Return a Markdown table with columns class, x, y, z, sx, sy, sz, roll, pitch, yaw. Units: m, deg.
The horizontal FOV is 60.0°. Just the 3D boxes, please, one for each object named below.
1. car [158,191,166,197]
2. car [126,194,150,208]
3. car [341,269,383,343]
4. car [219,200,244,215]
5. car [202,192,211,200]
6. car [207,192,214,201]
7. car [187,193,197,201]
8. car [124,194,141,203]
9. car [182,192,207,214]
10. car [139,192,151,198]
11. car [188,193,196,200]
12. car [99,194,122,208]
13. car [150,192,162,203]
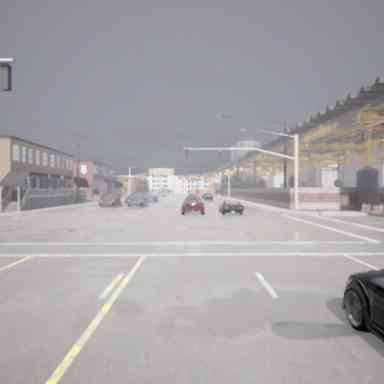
| class | x | y | z | sx | sy | sz | roll | pitch | yaw |
| --- | --- | --- | --- | --- | --- | --- | --- | --- | --- |
| car | -7.004 | 0.513 | 74.785 | 2.097 | 1.767 | 4.553 | 0 | 0 | 0 |
| car | -7.088 | 1.087 | 43.243 | 2.097 | 1.767 | 4.553 | 0 | 0 | 0 |
| car | 3.582 | 1.538 | 4.109 | 1.994 | 1.385 | 4.181 | 0 | 0 | 0 |
| car | 3.598 | 1.410 | 31.226 | 1.895 | 1.301 | 4.718 | 0 | 0 | 0 |
| car | 3.496 | 0.853 | 79.796 | 2.097 | 1.767 | 4.553 | 0 | 0 | 0 |
| car | 3.496 | 1.105 | 69.199 | 2.033 | 1.411 | 5.357 | 0 | 0 | 0 |
| car | -0.004 | 1.074 | 69.527 | 1.837 | 1.490 | 4.892 | 0 | 0 | 0 |
| car | -10.547 | 1.128 | 59.375 | 2.128 | 1.511 | 4.902 | 0 | 0 | 1 |
| car | 0.096 | 1.153 | 32.524 | 2.097 | 1.767 | 4.553 | 0 | 0 | 0 |
| car | -10.504 | 0.711 | 74.756 | 1.994 | 1.385 | 4.181 | 0 | 0 | 0 |
| car | -0.004 | 1.038 | 79.827 | 2.033 | 1.411 | 5.357 | 0 | 0 | 0 |
| car | -10.587 | 1.087 | 43.200 | 2.097 | 1.767 | 4.553 | 0 | 0 | 0 |
| car | -7.045 | 1.163 | 59.414 | 1.812 | 1.442 | 4.674 | 0 | 0 | 1 |
